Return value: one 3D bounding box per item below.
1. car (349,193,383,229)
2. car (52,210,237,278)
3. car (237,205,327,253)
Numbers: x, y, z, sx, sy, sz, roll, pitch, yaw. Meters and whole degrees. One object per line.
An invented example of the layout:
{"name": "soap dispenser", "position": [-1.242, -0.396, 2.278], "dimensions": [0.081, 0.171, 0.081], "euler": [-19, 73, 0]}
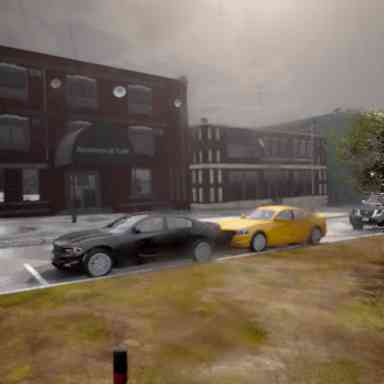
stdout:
{"name": "car", "position": [11.171, 1.053, 18.667], "dimensions": [5.566, 2.045, 2.435], "euler": [0, 0, -35]}
{"name": "car", "position": [-1.375, 1.326, 9.682], "dimensions": [5.008, 1.535, 2.097], "euler": [0, 0, -33]}
{"name": "car", "position": [3.135, 1.298, 12.913], "dimensions": [5.008, 1.535, 2.097], "euler": [0, 0, -33]}
